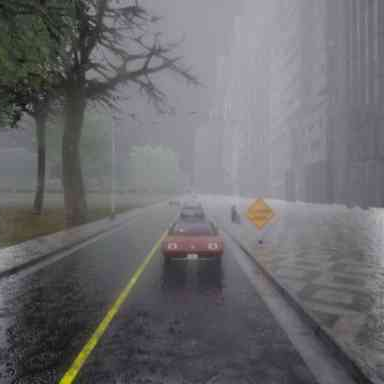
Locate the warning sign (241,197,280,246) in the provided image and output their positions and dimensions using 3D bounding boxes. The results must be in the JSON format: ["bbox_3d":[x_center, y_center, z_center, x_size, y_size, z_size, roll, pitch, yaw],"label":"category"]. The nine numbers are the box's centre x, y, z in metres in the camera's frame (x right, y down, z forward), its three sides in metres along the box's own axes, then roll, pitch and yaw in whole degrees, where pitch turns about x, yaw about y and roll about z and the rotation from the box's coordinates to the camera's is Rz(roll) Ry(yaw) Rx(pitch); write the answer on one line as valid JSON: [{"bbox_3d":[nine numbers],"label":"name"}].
[{"bbox_3d":[2.711,1.154,13.293,1.300,1.860,1.060,-1,-1,0],"label":"warning sign"}]

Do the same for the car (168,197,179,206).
[{"bbox_3d":[-3.043,1.689,57.829,1.882,1.535,5.008,0,0,1],"label":"car"}]

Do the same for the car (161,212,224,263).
[{"bbox_3d":[0.042,1.635,12.045,1.895,1.301,4.718,0,0,0],"label":"car"}]

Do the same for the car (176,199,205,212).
[{"bbox_3d":[0.050,1.578,27.648,2.128,1.511,4.902,0,0,1],"label":"car"}]
